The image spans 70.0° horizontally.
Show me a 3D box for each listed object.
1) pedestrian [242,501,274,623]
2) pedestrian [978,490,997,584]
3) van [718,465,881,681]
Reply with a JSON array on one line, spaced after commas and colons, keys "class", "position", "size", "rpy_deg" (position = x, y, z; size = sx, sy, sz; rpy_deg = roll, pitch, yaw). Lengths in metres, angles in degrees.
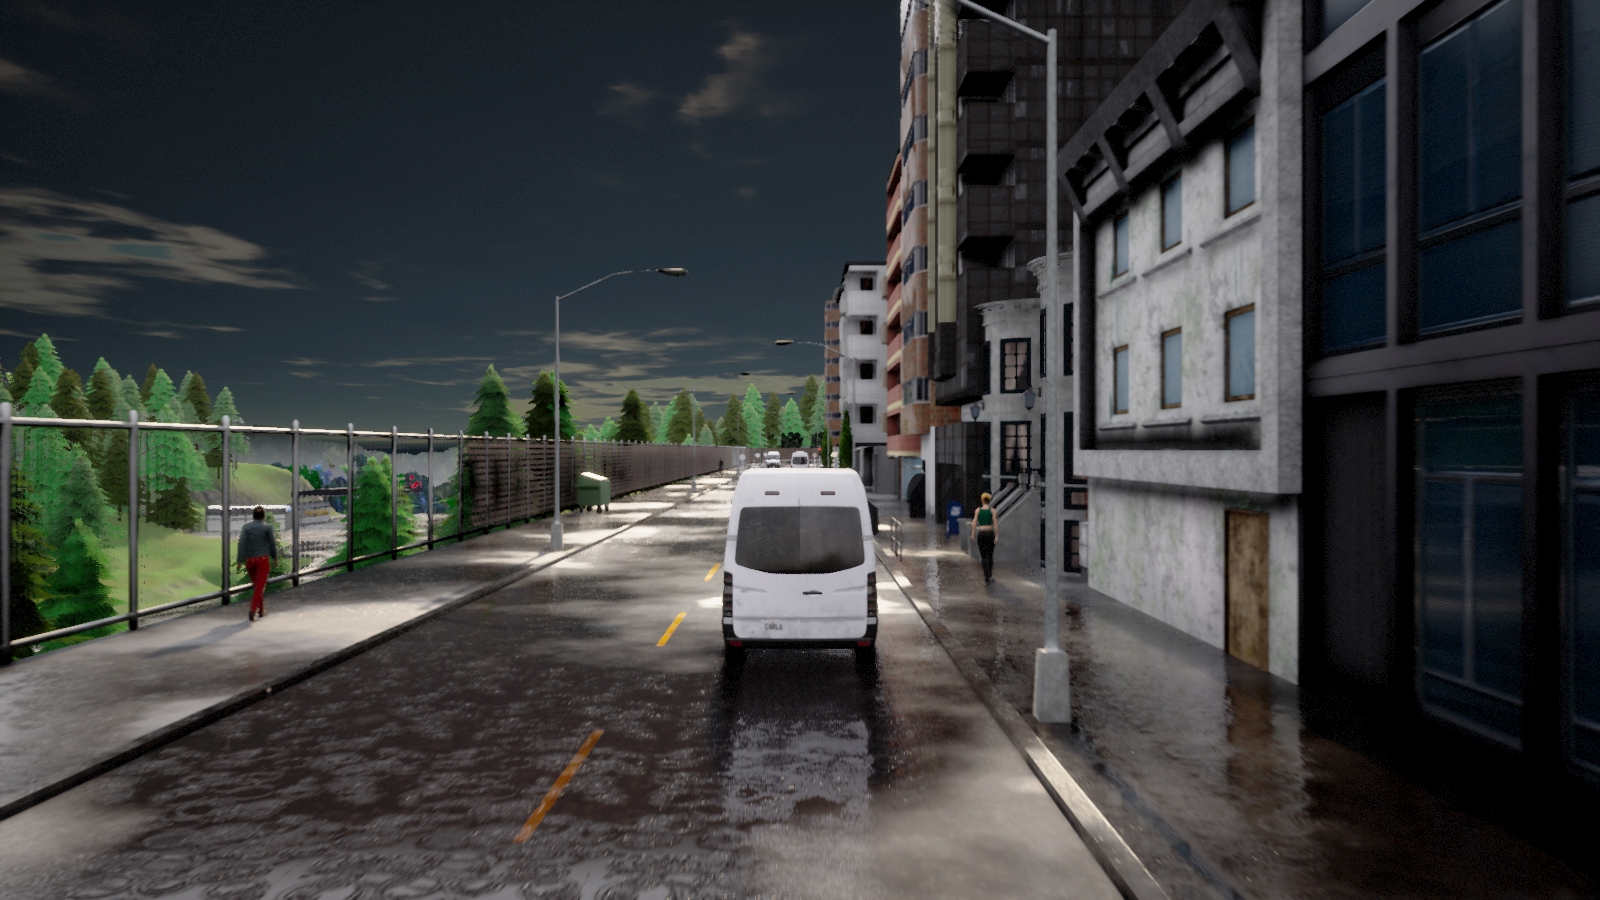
[{"class": "pedestrian", "position": [-8.509, 1.745, 17.930], "size": [0.375, 1.860, 0.375], "rpy_deg": [0, 0, -12]}, {"class": "pedestrian", "position": [3.763, 1.744, 22.956], "size": [0.375, 1.860, 0.375], "rpy_deg": [0, 0, 8]}, {"class": "van", "position": [-0.005, 1.534, 16.885], "size": [1.988, 2.561, 5.915], "rpy_deg": [0, 0, 0]}]
